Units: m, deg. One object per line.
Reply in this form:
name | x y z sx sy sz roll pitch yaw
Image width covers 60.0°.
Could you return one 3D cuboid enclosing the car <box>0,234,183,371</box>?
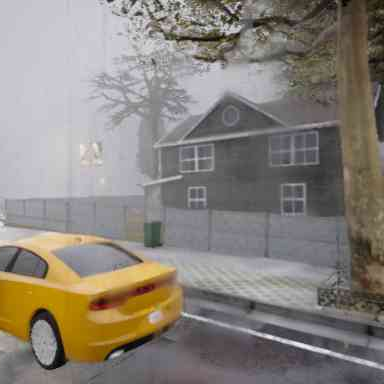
car | -2.483 1.484 5.771 5.008 1.535 1.882 0 0 36
